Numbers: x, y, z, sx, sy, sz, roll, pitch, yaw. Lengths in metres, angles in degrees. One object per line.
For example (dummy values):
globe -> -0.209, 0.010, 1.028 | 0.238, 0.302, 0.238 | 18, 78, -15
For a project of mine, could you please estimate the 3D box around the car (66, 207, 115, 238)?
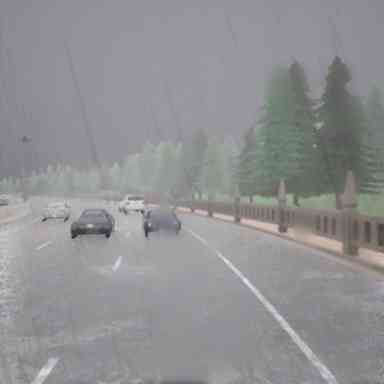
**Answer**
car -> -5.322, 1.621, 18.197 | 1.994, 1.385, 4.181 | 0, 0, -10

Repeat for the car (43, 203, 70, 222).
car -> -11.141, 1.625, 27.620 | 1.812, 1.442, 4.674 | 0, 0, -16

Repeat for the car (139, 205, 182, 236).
car -> -1.817, 1.645, 18.704 | 1.895, 1.301, 4.718 | 0, 0, -10

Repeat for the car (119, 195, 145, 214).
car -> -6.643, 1.320, 36.480 | 2.150, 2.045, 5.566 | 0, 0, -20
